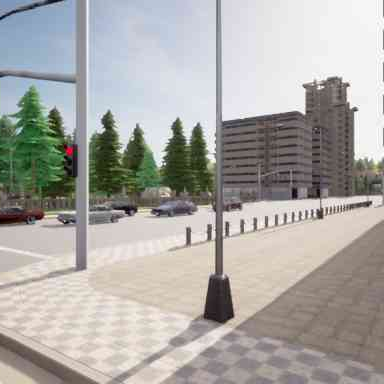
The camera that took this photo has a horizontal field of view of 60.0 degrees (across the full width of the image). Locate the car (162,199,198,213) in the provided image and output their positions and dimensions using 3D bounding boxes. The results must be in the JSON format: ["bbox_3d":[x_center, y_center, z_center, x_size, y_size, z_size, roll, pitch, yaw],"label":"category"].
[{"bbox_3d":[-1.331,1.564,37.941,1.994,1.385,4.181,0,0,35],"label":"car"}]

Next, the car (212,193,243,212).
[{"bbox_3d":[4.273,1.352,39.744,2.097,1.767,4.553,0,0,36],"label":"car"}]

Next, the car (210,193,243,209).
[{"bbox_3d":[4.927,1.221,46.638,2.150,2.045,5.566,0,0,36],"label":"car"}]

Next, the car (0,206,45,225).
[{"bbox_3d":[-12.575,1.601,22.261,1.895,1.301,4.718,0,0,37],"label":"car"}]

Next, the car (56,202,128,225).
[{"bbox_3d":[-7.149,1.601,23.759,1.895,1.301,4.718,0,0,36],"label":"car"}]

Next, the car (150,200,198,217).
[{"bbox_3d":[-1.541,1.547,31.613,2.033,1.411,5.357,0,0,36],"label":"car"}]

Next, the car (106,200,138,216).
[{"bbox_3d":[-7.084,1.478,29.877,1.882,1.535,5.008,0,0,36],"label":"car"}]
